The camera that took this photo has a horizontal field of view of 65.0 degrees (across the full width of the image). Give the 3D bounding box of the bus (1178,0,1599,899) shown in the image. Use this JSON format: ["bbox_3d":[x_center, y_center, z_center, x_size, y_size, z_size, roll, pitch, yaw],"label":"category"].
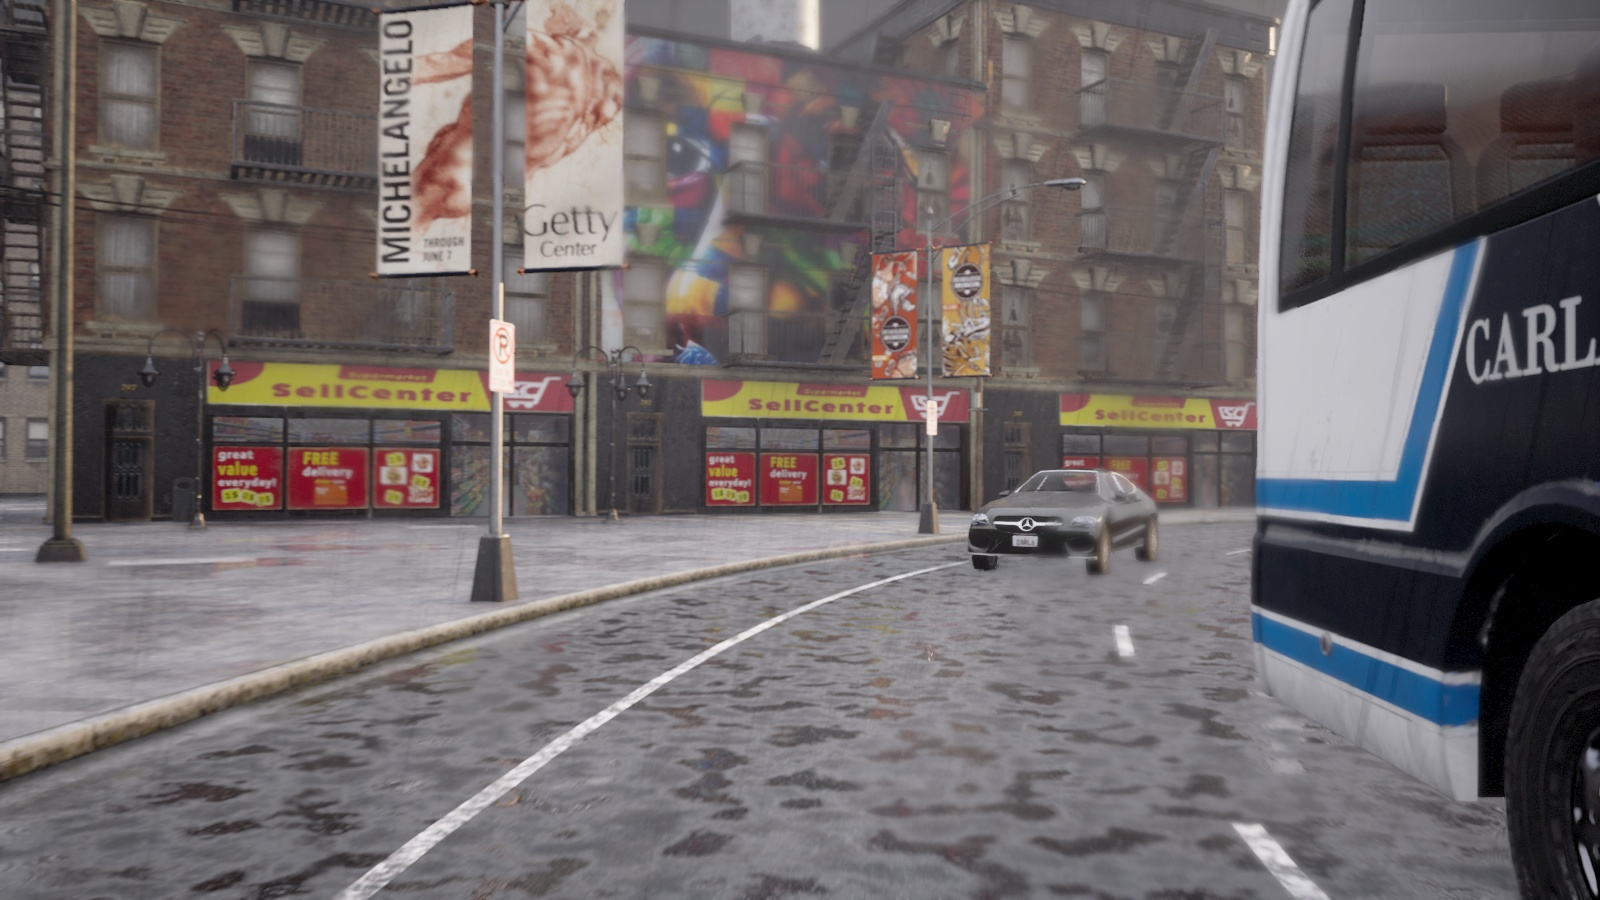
[{"bbox_3d":[3.435,-0.563,0.557,3.944,4.253,10.273,0,-1,3],"label":"bus"}]

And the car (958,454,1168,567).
[{"bbox_3d":[4.586,0.934,21.200,2.152,1.651,5.027,-1,-1,28],"label":"car"}]
